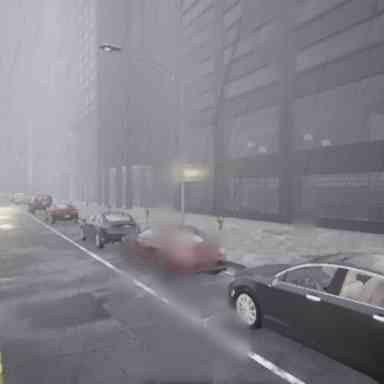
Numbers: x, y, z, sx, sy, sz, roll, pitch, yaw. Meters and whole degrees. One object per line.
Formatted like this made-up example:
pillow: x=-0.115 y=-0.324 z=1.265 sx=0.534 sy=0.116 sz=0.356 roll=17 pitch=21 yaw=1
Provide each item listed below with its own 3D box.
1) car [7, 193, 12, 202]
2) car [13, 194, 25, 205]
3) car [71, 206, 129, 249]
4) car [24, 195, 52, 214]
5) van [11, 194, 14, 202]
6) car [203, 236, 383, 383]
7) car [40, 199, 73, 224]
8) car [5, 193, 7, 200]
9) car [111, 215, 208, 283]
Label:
car: x=-35.641 y=1.245 z=67.346 sx=1.967 sy=1.590 sz=4.097 roll=0 pitch=0 yaw=-31
car: x=-26.986 y=1.361 z=53.019 sx=1.752 sy=1.417 sz=4.829 roll=0 pitch=0 yaw=-31
car: x=-3.585 y=1.492 z=14.278 sx=2.008 sy=1.369 sz=4.403 roll=0 pitch=0 yaw=-31
car: x=-15.242 y=1.198 z=33.574 sx=2.192 sy=1.841 sz=5.009 roll=0 pitch=0 yaw=-31
van: x=-29.813 y=1.166 z=57.696 sx=1.690 sy=1.788 sz=3.998 roll=0 pitch=0 yaw=-31
car: x=2.244 y=1.525 z=4.629 sx=2.008 sy=1.369 sz=4.403 roll=0 pitch=0 yaw=-31
car: x=-9.413 y=1.456 z=23.927 sx=1.887 sy=1.381 sz=4.507 roll=0 pitch=0 yaw=-31
car: x=-41.468 y=1.335 z=76.996 sx=2.008 sy=1.369 sz=4.403 roll=0 pitch=0 yaw=-31
car: x=-0.670 y=1.539 z=9.454 sx=1.802 sy=1.307 sz=4.206 roll=0 pitch=0 yaw=-31
